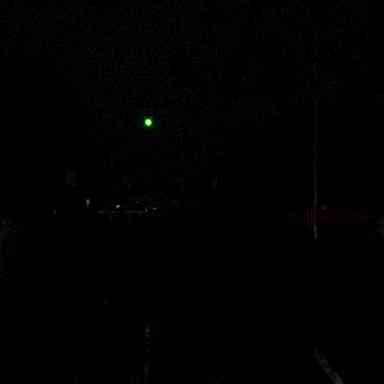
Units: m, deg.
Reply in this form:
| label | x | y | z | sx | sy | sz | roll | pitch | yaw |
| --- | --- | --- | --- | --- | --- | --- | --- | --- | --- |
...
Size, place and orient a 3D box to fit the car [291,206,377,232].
| label | x | y | z | sx | sy | sz | roll | pitch | yaw |
| --- | --- | --- | --- | --- | --- | --- | --- | --- | --- |
| car | 8.553 | 1.588 | 20.165 | 5.008 | 1.535 | 1.882 | 0 | 0 | -3 |

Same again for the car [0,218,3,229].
| label | x | y | z | sx | sy | sz | roll | pitch | yaw |
| --- | --- | --- | --- | --- | --- | --- | --- | --- | --- |
| car | -13.372 | 1.447 | 18.908 | 4.553 | 1.767 | 2.097 | 0 | 0 | -3 |

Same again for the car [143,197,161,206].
| label | x | y | z | sx | sy | sz | roll | pitch | yaw |
| --- | --- | --- | --- | --- | --- | --- | --- | --- | --- |
| car | -7.191 | 1.886 | 59.645 | 1.895 | 1.301 | 4.718 | 0 | 0 | 0 |

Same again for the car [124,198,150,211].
| label | x | y | z | sx | sy | sz | roll | pitch | yaw |
| --- | --- | --- | --- | --- | --- | --- | --- | --- | --- |
| car | -7.135 | 1.792 | 43.594 | 1.994 | 1.385 | 4.181 | 0 | 0 | 0 |

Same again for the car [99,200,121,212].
| label | x | y | z | sx | sy | sz | roll | pitch | yaw |
| --- | --- | --- | --- | --- | --- | --- | --- | --- | --- |
| car | -10.628 | 1.789 | 43.256 | 1.994 | 1.385 | 4.181 | 0 | 0 | 1 |
